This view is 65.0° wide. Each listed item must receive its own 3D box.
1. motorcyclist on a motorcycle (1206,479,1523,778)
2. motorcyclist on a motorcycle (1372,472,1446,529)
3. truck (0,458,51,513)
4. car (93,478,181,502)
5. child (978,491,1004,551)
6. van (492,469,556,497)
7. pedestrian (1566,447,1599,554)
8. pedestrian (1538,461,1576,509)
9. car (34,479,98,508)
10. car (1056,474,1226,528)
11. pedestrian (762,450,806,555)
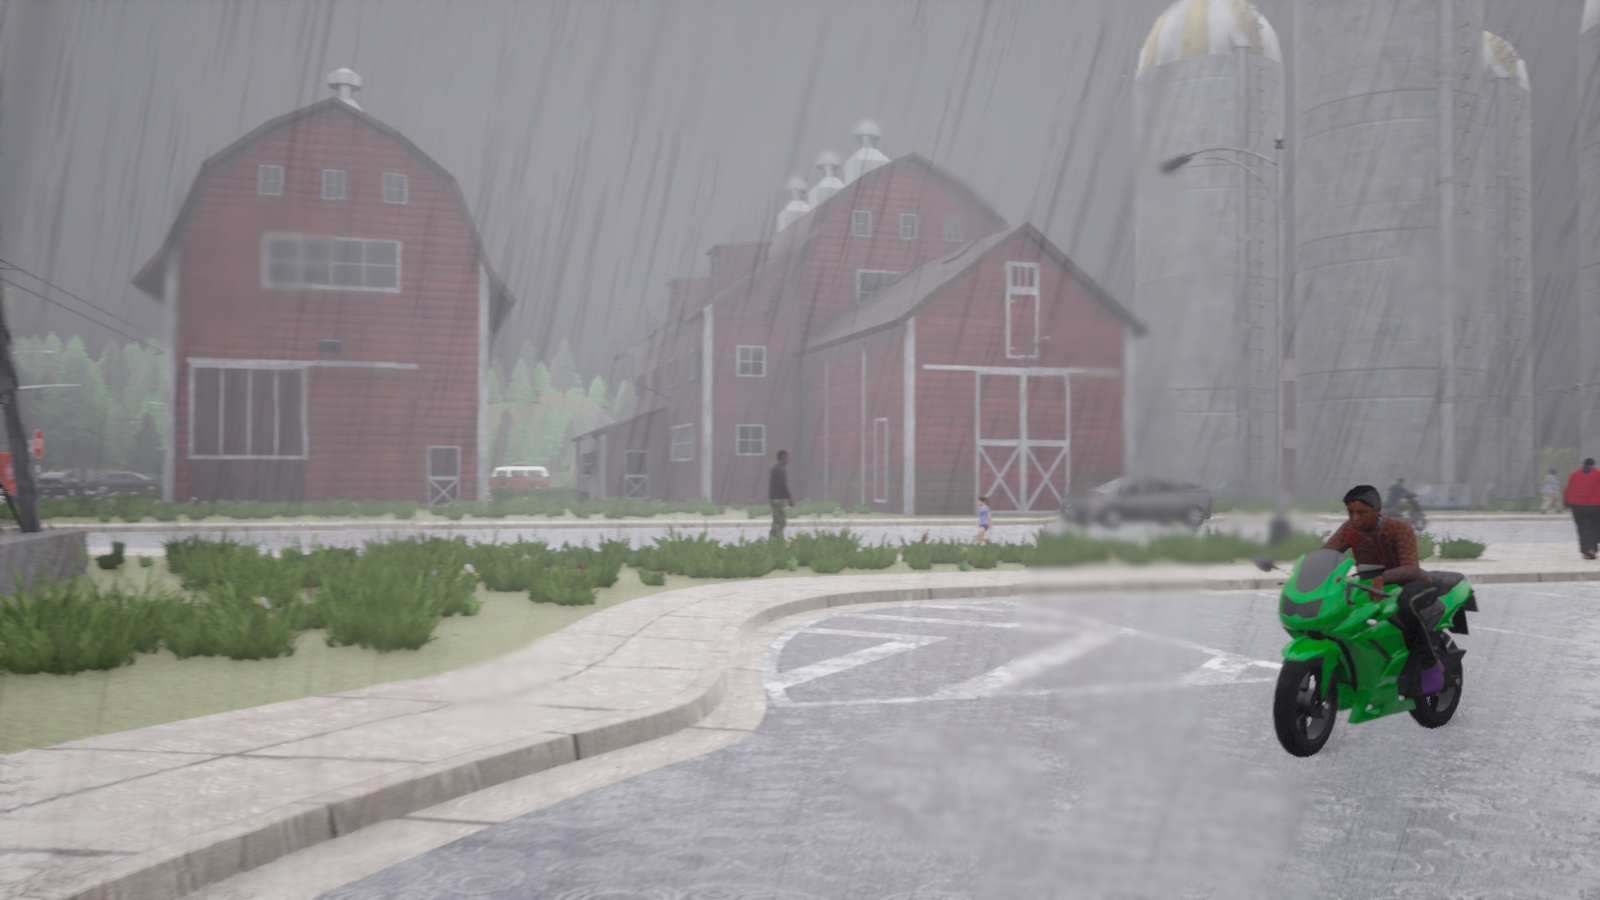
[{"bbox_3d":[3.357,0.940,7.393,2.044,1.523,0.797,1,-1,-36],"label":"motorcyclist on a motorcycle"},{"bbox_3d":[17.580,1.444,36.253,1.817,1.590,0.866,0,-1,-17],"label":"motorcyclist on a motorcycle"},{"bbox_3d":[-37.367,1.640,58.866,2.627,2.467,5.204,0,-1,-16],"label":"truck"},{"bbox_3d":[-43.916,2.628,83.278,4.892,1.490,1.837,0,-1,-17],"label":"car"},{"bbox_3d":[3.578,1.316,23.500,0.394,1.110,0.255,0,-1,-16],"label":"child"},{"bbox_3d":[-20.669,2.475,94.019,4.480,2.038,2.069,0,-1,-17],"label":"van"},{"bbox_3d":[13.929,0.880,22.021,0.634,1.844,0.899,-1,-2,44],"label":"pedestrian"},{"bbox_3d":[29.337,1.357,48.665,0.900,1.855,0.874,0,-1,-5],"label":"pedestrian"},{"bbox_3d":[-40.234,2.343,68.928,1.837,1.490,4.892,0,-1,-16],"label":"car"},{"bbox_3d":[10.204,1.491,37.669,4.514,1.525,2.007,0,-1,-17],"label":"car"},{"bbox_3d":[-0.286,0.927,22.399,0.703,1.840,0.431,0,-1,-16],"label":"pedestrian"}]
